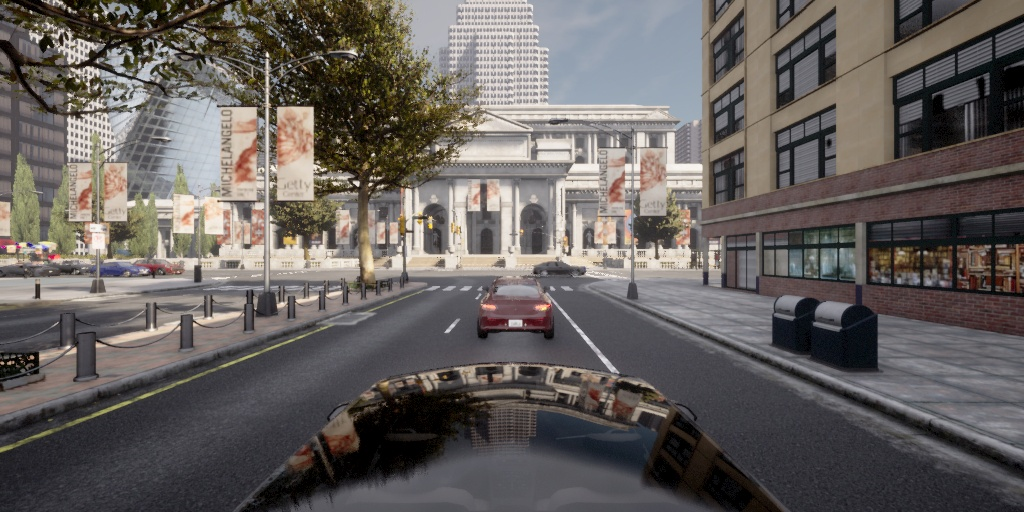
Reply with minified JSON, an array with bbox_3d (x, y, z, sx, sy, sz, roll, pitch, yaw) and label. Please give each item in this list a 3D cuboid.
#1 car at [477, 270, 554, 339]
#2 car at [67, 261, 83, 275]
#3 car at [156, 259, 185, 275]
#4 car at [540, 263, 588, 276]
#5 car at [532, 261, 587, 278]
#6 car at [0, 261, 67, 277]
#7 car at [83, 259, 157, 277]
[{"bbox_3d":[0.115,1.276,9.996,1.812,1.442,4.674,0,0,1],"label":"car"},{"bbox_3d":[-46.249,1.241,37.743,4.902,1.511,2.128,0,0,0],"label":"car"},{"bbox_3d":[-37.295,1.102,37.701,4.553,1.767,2.097,0,0,0],"label":"car"},{"bbox_3d":[5.320,1.351,37.236,4.718,1.301,1.895,0,0,1],"label":"car"},{"bbox_3d":[4.352,1.255,33.749,4.892,1.490,1.837,0,0,1],"label":"car"},{"bbox_3d":[-46.089,1.314,34.235,4.181,1.385,1.994,0,0,-1],"label":"car"},{"bbox_3d":[-37.329,1.276,34.206,4.674,1.442,1.812,0,0,0],"label":"car"}]
